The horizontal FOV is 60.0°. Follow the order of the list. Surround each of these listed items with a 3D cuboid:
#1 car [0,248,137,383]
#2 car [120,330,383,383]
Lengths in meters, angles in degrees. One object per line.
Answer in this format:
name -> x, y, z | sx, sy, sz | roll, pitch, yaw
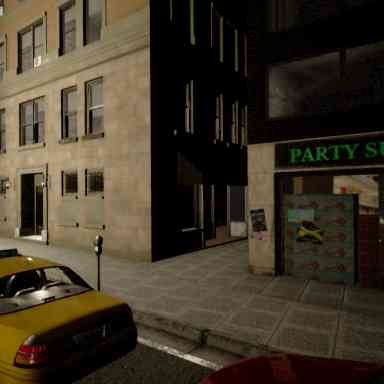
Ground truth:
car -> -2.955, 1.526, 4.970 | 4.829, 1.417, 1.752 | 0, -1, 36
car -> 1.799, 1.582, 1.571 | 4.206, 1.307, 1.802 | 0, -1, 36
